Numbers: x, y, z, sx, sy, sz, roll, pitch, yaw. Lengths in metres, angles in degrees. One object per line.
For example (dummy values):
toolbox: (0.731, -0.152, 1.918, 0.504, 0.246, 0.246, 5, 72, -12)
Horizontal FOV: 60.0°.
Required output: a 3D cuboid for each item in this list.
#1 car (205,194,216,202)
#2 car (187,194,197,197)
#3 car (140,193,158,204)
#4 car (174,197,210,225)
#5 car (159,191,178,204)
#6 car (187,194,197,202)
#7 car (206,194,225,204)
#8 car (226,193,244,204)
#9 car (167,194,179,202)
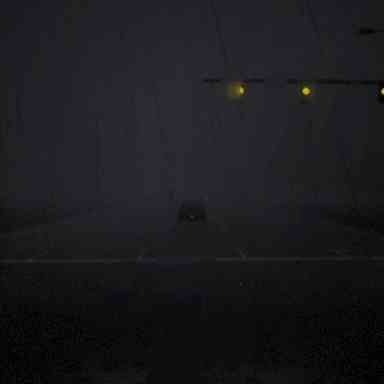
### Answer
car: (3.503, 1.109, 62.873, 1.812, 1.442, 4.674, 0, 0, 0)
car: (0.002, 1.212, 53.041, 1.994, 1.385, 4.181, 0, 0, 0)
car: (-6.998, 1.200, 52.474, 2.033, 1.411, 5.357, 0, 0, 0)
car: (0.001, 1.327, 22.642, 1.882, 1.535, 5.008, 0, 0, 0)
car: (-3.498, 0.874, 52.479, 2.150, 2.045, 5.566, 0, 0, 0)
car: (0.003, 1.088, 62.873, 1.837, 1.490, 4.892, 0, 0, 0)
car: (3.502, 1.143, 52.600, 2.128, 1.511, 4.902, 0, 0, 0)
car: (7.002, 1.213, 52.963, 1.994, 1.385, 4.181, 0, 0, 0)
car: (-3.497, 1.147, 62.875, 1.994, 1.385, 4.181, 0, 0, 0)
